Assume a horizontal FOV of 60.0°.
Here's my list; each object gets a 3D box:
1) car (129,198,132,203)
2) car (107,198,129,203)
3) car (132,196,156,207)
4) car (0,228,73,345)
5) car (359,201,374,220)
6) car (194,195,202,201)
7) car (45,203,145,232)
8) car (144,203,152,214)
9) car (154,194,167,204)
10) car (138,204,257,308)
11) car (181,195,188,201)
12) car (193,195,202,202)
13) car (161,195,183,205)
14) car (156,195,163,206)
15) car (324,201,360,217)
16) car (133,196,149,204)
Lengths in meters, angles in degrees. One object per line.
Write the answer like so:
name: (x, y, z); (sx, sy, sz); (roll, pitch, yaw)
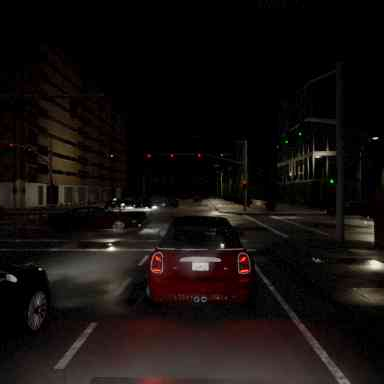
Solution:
car: (-9.978, 1.601, 52.920); (1.895, 1.301, 4.718); (0, 0, 2)
car: (-10.166, 1.564, 44.118); (1.994, 1.385, 4.181); (0, 0, 1)
car: (-6.636, 1.564, 46.114); (1.994, 1.385, 4.181); (0, 0, 1)
car: (-3.397, 1.492, 3.856); (2.128, 1.511, 4.902); (0, 0, 1)
car: (16.690, 1.603, 26.451); (5.357, 1.411, 2.033); (0, 0, 1)
car: (1.536, 1.478, 83.960); (1.882, 1.535, 5.008); (0, 0, 2)
car: (-5.767, 1.572, 19.715); (5.357, 1.411, 2.033); (0, 0, 1)
car: (-5.454, 1.625, 23.209); (4.718, 1.301, 1.895); (0, 0, 1)
car: (-6.077, 1.352, 64.809); (2.097, 1.767, 4.553); (0, 0, 2)
car: (0.218, 1.352, 8.085); (2.097, 1.767, 4.553); (0, 0, 2)
car: (-2.002, 1.525, 82.713); (2.128, 1.511, 4.902); (0, 0, 2)
car: (1.237, 1.478, 73.805); (1.882, 1.535, 5.008); (0, 0, 2)
car: (-2.873, 1.547, 48.078); (2.033, 1.411, 5.357); (0, 0, 1)
car: (-6.412, 1.491, 55.005); (2.128, 1.511, 4.902); (0, 0, 2)
car: (14.502, 1.547, 29.998); (4.902, 1.511, 2.128); (0, 0, 1)
car: (-9.642, 1.491, 63.012); (2.128, 1.511, 4.902); (0, 0, 2)
